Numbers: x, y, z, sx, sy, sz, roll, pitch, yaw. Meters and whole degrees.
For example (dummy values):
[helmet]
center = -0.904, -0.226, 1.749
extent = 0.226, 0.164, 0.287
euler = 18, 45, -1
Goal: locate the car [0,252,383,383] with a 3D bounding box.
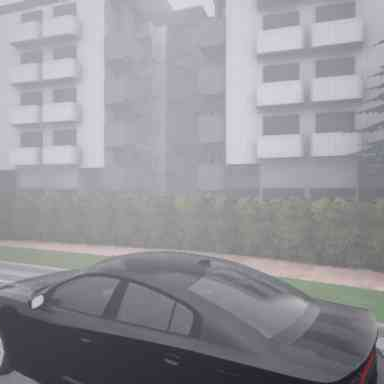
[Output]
[car]
center = -0.573, 1.476, 3.937
extent = 5.008, 1.535, 1.882
euler = 0, 0, 32
